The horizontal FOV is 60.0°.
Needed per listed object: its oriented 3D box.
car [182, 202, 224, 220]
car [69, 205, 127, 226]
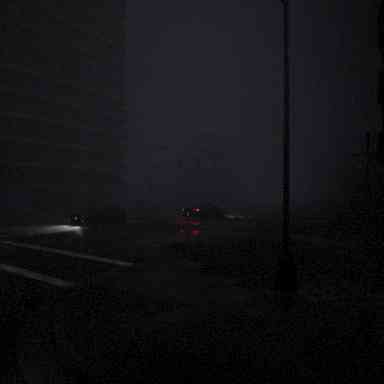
[{"bbox_3d":[1.007,1.575,28.631,1.812,1.442,4.674,0,0,35],"label":"car"},{"bbox_3d":[-6.718,1.609,24.136,1.994,1.385,4.181,0,0,36],"label":"car"}]
